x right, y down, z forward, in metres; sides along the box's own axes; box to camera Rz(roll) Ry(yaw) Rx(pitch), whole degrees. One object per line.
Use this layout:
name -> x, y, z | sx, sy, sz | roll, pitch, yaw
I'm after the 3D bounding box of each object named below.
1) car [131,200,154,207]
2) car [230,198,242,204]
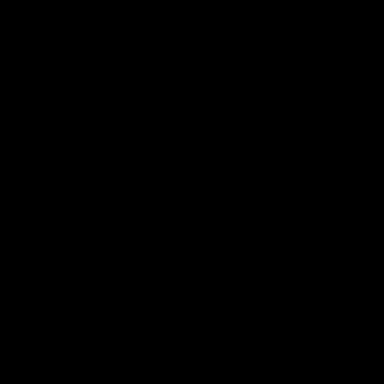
car -> -9.941, 2.308, 66.975 | 1.895, 1.301, 4.718 | -2, -2, 36
car -> 12.059, 2.425, 92.934 | 2.097, 1.767, 4.553 | -2, -2, 36
